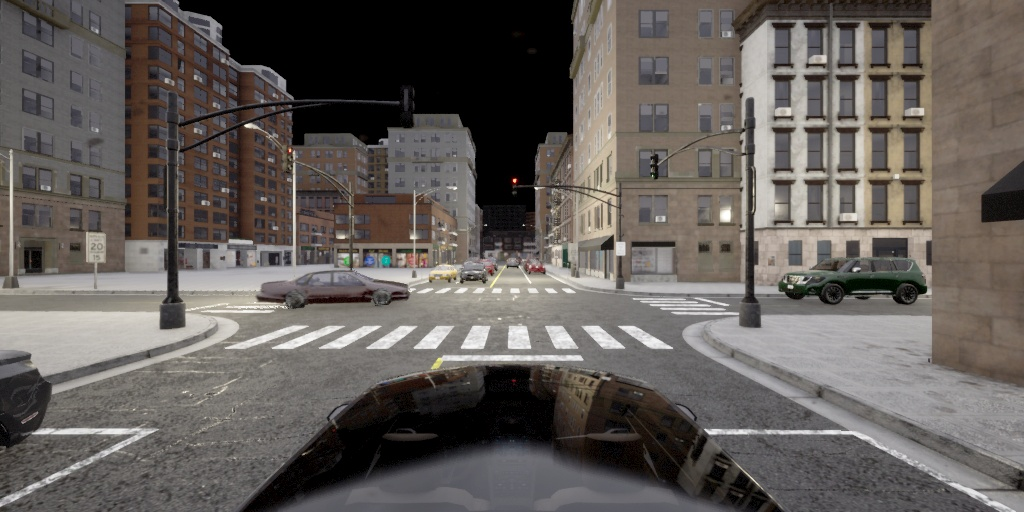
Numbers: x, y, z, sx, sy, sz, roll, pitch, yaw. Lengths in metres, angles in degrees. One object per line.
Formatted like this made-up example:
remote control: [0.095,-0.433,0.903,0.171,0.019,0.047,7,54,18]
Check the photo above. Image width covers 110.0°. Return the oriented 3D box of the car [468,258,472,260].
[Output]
car: [-5.372,1.302,45.473,2.007,1.370,4.403,0,0,0]

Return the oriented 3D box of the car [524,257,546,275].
car: [2.651,1.191,39.808,1.967,1.591,4.097,0,0,0]

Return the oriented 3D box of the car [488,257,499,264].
car: [-2.820,1.257,47.952,1.837,1.490,4.892,0,0,0]

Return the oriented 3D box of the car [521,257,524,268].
car: [2.653,1.066,45.470,2.192,1.841,5.009,0,0,0]

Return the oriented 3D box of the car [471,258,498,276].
car: [-2.839,1.229,37.536,1.882,1.535,5.008,0,0,0]

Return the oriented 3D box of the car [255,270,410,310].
car: [-6.856,1.273,14.265,5.357,1.411,2.033,0,0,-15]

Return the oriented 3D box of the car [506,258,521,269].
car: [0.114,1.317,58.538,1.994,1.385,4.181,0,0,1]

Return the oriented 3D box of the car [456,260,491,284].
car: [-2.819,1.255,27.219,1.837,1.490,4.892,0,0,-1]

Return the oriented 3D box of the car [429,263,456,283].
car: [-5.379,1.276,28.317,1.751,1.417,4.829,0,0,0]

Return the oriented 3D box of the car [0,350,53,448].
car: [-5.388,1.300,1.642,2.007,1.370,4.403,0,0,0]

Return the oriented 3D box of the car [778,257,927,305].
car: [15.349,1.056,16.293,5.566,2.045,2.150,0,0,-2]
